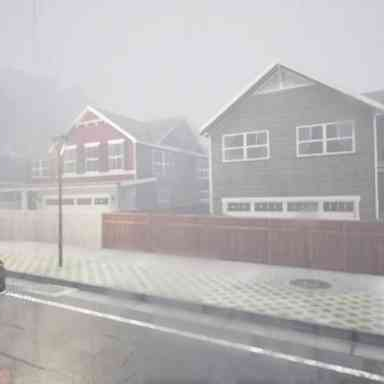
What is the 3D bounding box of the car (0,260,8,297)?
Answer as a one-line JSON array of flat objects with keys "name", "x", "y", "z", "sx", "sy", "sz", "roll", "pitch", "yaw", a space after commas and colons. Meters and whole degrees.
[{"name": "car", "x": -5.776, "y": 1.563, "z": 6.585, "sx": 4.902, "sy": 1.511, "sz": 2.128, "roll": 0, "pitch": -1, "yaw": 29}]
